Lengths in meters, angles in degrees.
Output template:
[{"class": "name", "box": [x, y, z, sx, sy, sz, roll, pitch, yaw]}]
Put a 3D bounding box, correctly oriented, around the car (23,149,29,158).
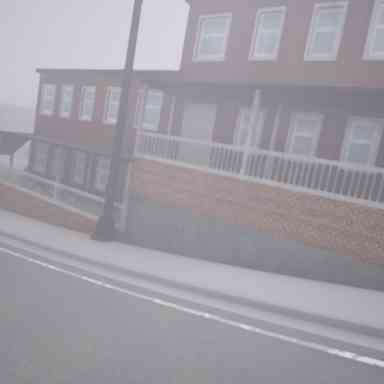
[{"class": "car", "box": [-20.585, -5.457, 46.615, 2.150, 2.045, 5.566, 15, 9, 35]}]
